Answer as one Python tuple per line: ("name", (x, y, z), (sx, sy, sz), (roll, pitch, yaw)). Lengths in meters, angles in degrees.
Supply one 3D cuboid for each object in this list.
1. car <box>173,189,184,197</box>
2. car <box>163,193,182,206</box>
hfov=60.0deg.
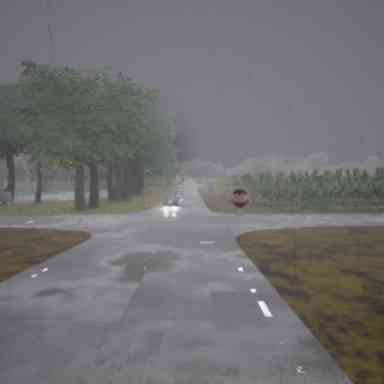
("car", (-2.762, 0.254, 69.270), (2.128, 1.511, 4.902), (0, 2, 0))
("car", (-2.758, 1.068, 44.285), (2.128, 1.511, 4.902), (0, 2, 0))
